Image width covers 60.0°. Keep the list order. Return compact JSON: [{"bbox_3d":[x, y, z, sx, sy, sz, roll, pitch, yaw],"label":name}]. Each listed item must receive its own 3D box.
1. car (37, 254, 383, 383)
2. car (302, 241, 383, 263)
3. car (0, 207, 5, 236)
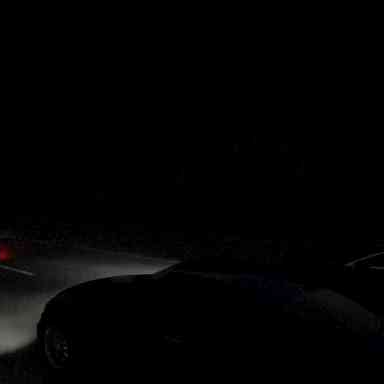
[{"bbox_3d":[0.109,1.529,3.915,4.674,1.442,1.812,0,0,36],"label":"car"},{"bbox_3d":[3.826,1.491,5.562,4.902,1.511,2.128,0,0,35],"label":"car"},{"bbox_3d":[-11.457,1.263,16.460,5.566,2.045,2.150,0,0,35],"label":"car"}]
